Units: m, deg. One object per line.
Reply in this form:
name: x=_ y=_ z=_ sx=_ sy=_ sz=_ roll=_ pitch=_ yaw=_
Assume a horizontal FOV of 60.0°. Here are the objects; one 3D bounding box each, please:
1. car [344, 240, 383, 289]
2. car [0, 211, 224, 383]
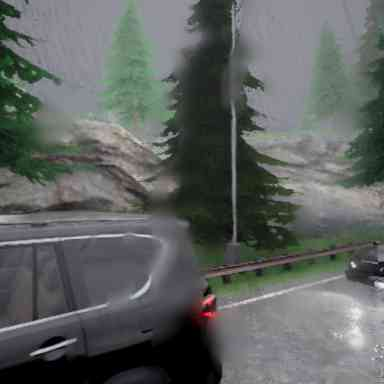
car: x=6.142 y=1.547 z=8.383 sx=5.357 sy=1.411 sz=2.033 roll=0 pitch=0 yaw=-34
car: x=-2.304 y=1.222 z=2.349 sx=5.566 sy=2.045 sz=2.150 roll=0 pitch=0 yaw=-36
